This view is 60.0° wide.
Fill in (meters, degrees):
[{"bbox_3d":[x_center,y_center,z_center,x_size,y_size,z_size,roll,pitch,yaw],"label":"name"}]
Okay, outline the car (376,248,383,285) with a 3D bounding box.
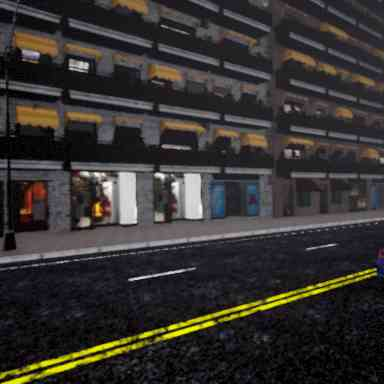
[{"bbox_3d":[6.128,1.470,7.829,4.674,1.442,1.812,-1,0,-35],"label":"car"}]
